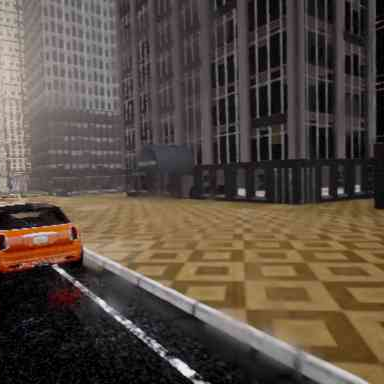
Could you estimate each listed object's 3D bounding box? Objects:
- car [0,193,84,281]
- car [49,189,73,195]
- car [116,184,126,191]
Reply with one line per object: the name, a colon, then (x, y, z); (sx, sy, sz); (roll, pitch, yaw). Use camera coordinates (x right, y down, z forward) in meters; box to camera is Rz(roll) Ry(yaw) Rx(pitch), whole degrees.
car: (-4.764, 1.107, 9.498); (2.097, 1.767, 4.553); (-4, 3, -35)
car: (-24.959, 0.062, 63.285); (4.403, 1.369, 2.008); (-3, 3, -36)
car: (-16.337, -1.091, 80.125); (4.097, 1.590, 1.967); (-3, 3, -36)
